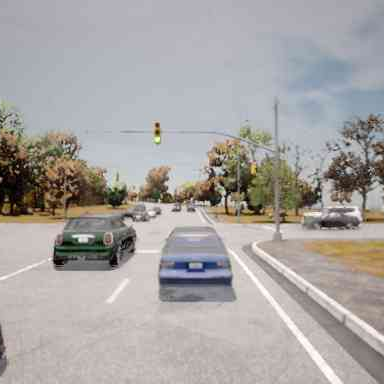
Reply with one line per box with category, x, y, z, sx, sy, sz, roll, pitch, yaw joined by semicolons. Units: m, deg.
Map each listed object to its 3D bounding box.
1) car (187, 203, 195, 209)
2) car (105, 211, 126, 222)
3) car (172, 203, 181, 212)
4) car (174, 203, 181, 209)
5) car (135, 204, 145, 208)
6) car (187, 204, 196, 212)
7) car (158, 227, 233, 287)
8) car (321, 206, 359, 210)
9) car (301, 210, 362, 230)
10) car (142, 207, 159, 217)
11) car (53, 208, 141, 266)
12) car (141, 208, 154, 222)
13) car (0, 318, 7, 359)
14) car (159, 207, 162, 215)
car;-0.330;3.743;87.390;1.994;1.385;4.181;0;0;-4
car;-10.758;3.445;47.032;2.033;1.411;5.357;0;-2;-3
car;-3.708;3.927;77.262;1.895;1.301;4.718;0;0;0
car;-3.828;3.687;87.296;1.837;1.490;4.892;0;0;-4
car;-10.684;3.544;67.666;2.150;2.045;5.566;0;0;0
car;-0.208;3.854;77.207;1.812;1.442;4.674;0;0;0
car;0.061;1.726;9.783;2.033;1.411;5.357;0;-2;0
car;13.684;2.432;32.599;5.566;2.045;2.150;0;-3;-2
car;12.044;2.522;29.061;4.902;1.511;2.128;0;-3;-1
car;-7.233;3.720;57.118;1.812;1.442;4.674;0;-1;0
car;-3.445;1.619;12.642;2.097;1.767;4.553;0;-2;0
car;-7.217;3.396;47.228;2.128;1.511;4.902;0;-2;1
car;-3.415;1.594;2.633;1.994;1.385;4.181;0;-1;1
car;-7.194;3.827;67.408;1.837;1.490;4.892;0;0;0
